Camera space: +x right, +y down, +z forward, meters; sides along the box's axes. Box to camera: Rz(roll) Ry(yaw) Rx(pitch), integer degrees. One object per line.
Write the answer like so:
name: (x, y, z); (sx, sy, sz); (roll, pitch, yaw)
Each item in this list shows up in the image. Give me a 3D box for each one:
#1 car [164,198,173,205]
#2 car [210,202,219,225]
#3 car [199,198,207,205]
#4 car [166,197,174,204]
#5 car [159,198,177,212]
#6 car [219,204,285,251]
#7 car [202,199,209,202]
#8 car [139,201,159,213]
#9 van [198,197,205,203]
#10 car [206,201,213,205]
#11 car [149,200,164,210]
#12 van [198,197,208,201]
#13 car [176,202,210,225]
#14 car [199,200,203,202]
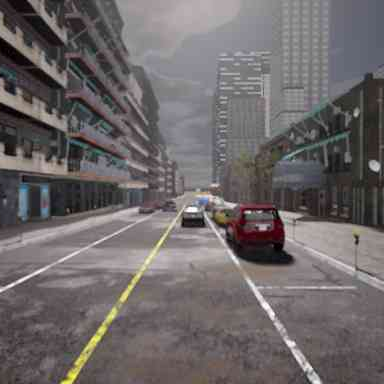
car: (-5.714, 2.310, 81.658); (2.008, 1.369, 4.403); (-1, -1, 0)
car: (2.663, 1.778, 26.074); (1.752, 1.417, 4.829); (-1, -1, 0)
car: (2.666, 2.304, 81.701); (1.887, 1.381, 4.507); (-1, 0, 0)
car: (-5.717, 2.247, 87.239); (1.967, 1.590, 4.097); (-1, 0, 0)
car: (-3.084, 1.945, 46.025); (1.837, 1.490, 4.892); (0, -1, 0)
car: (2.637, 1.459, 14.747); (2.192, 1.841, 5.009); (-1, -1, 0)
car: (2.671, 2.042, 48.222); (1.802, 1.307, 4.206); (-1, -1, 0)
car: (-5.709, 1.990, 42.596); (1.802, 1.307, 4.206); (-1, -1, 0)
van: (2.661, 2.197, 92.863); (1.690, 1.788, 3.998); (-1, 0, 0)
car: (2.677, 1.855, 31.483); (2.008, 1.369, 4.403); (-1, -1, 0)
car: (-5.710, 2.054, 53.756); (1.887, 1.381, 4.507); (-1, -1, 0)
van: (2.664, 2.002, 70.543); (1.690, 1.788, 3.998); (-1, -1, 0)
car: (0.087, 1.805, 26.545); (2.033, 1.411, 5.357); (0, -1, 0)
car: (0.070, 1.988, 40.358); (1.895, 1.301, 4.718); (0, -1, 0)
